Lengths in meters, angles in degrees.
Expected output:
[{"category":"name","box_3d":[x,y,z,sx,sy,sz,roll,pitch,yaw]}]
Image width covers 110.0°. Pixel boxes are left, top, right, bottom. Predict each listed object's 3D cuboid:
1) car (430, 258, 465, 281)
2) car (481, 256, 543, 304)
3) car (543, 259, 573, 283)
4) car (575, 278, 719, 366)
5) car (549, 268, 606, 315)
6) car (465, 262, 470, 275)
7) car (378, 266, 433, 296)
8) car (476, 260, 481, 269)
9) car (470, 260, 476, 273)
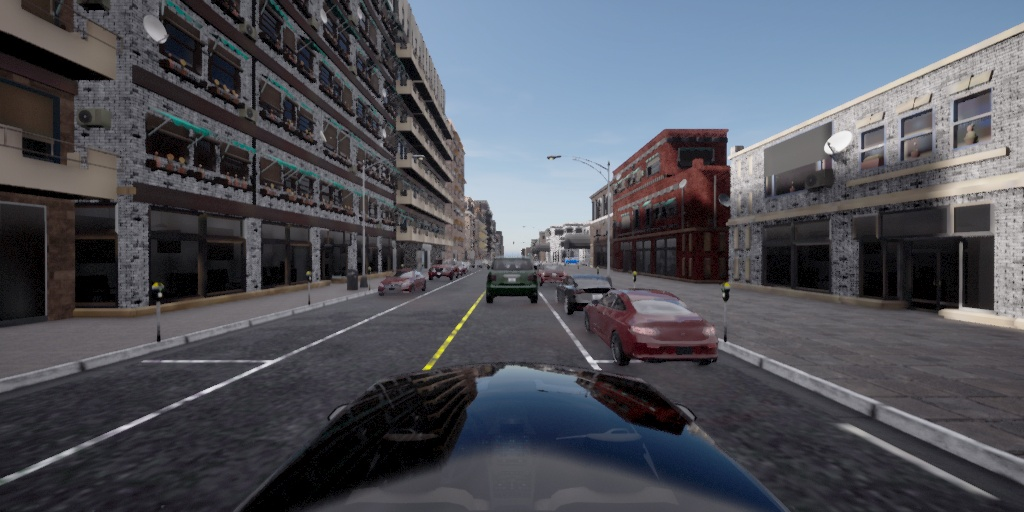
[{"category":"car","box_3d":[-5.691,1.076,30.454,2.192,1.841,5.009,0,0,0]},{"category":"car","box_3d":[0.000,1.011,16.530,2.150,2.045,5.566,0,0,0]},{"category":"car","box_3d":[2.690,1.197,24.753,1.967,1.591,4.097,0,0,0]},{"category":"car","box_3d":[2.690,1.331,7.664,1.802,1.307,4.207,0,0,0]},{"category":"car","box_3d":[2.690,1.317,13.361,1.948,1.339,4.313,0,0,0]},{"category":"car","box_3d":[-5.691,1.206,36.151,1.967,1.591,4.097,0,0,0]},{"category":"car","box_3d":[-5.691,1.336,19.060,1.802,1.307,4.207,0,0,0]},{"category":"car","box_3d":[-5.691,1.362,58.937,1.948,1.339,4.313,0,0,0]},{"category":"car","box_3d":[-5.690,1.323,41.848,2.007,1.370,4.403,0,0,0]}]
